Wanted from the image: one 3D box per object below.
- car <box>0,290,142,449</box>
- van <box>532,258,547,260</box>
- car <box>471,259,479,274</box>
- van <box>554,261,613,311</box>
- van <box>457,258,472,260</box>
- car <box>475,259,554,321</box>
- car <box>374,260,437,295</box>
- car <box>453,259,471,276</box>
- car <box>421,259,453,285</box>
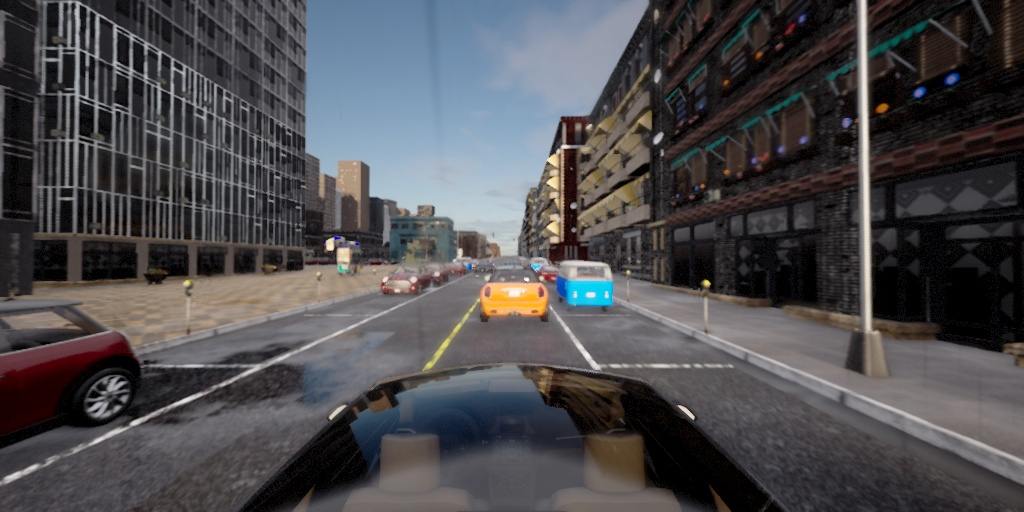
[{"bbox_3d":[-5.693,1.190,2.770,1.967,1.591,4.097,0,0,0],"label":"car"},{"bbox_3d":[2.679,1.075,36.682,1.690,1.789,3.998,0,0,0],"label":"van"},{"bbox_3d":[-3.106,1.295,40.037,1.994,1.385,4.181,0,0,0],"label":"car"},{"bbox_3d":[2.687,1.090,14.096,1.690,1.789,3.998,0,0,0],"label":"van"},{"bbox_3d":[-5.672,1.069,42.291,1.690,1.789,3.998,0,0,0],"label":"van"},{"bbox_3d":[0.080,1.102,12.520,2.097,1.767,4.553,0,0,0],"label":"car"},{"bbox_3d":[-5.669,1.186,19.708,1.967,1.591,4.097,0,0,0],"label":"car"},{"bbox_3d":[-5.669,1.279,36.645,1.888,1.381,4.507,0,0,0],"label":"car"},{"bbox_3d":[-5.665,1.183,25.354,1.967,1.591,4.097,0,0,0],"label":"car"}]
